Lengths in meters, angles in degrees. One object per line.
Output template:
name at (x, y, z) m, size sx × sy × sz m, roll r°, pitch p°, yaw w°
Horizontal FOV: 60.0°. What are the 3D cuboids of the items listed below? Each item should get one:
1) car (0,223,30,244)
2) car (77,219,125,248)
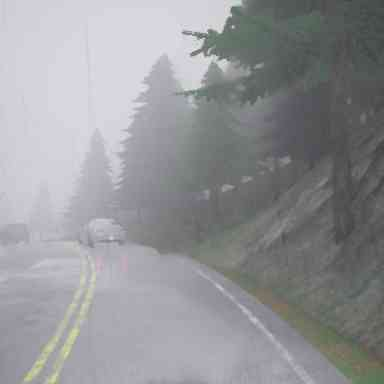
car at (-18.405, 4.365, 34.071) m, size 2.150 × 2.045 × 5.566 m, roll 4°, pitch -11°, yaw -42°
car at (-5.033, 2.217, 18.363) m, size 1.812 × 1.442 × 4.674 m, roll 2°, pitch -6°, yaw -28°
